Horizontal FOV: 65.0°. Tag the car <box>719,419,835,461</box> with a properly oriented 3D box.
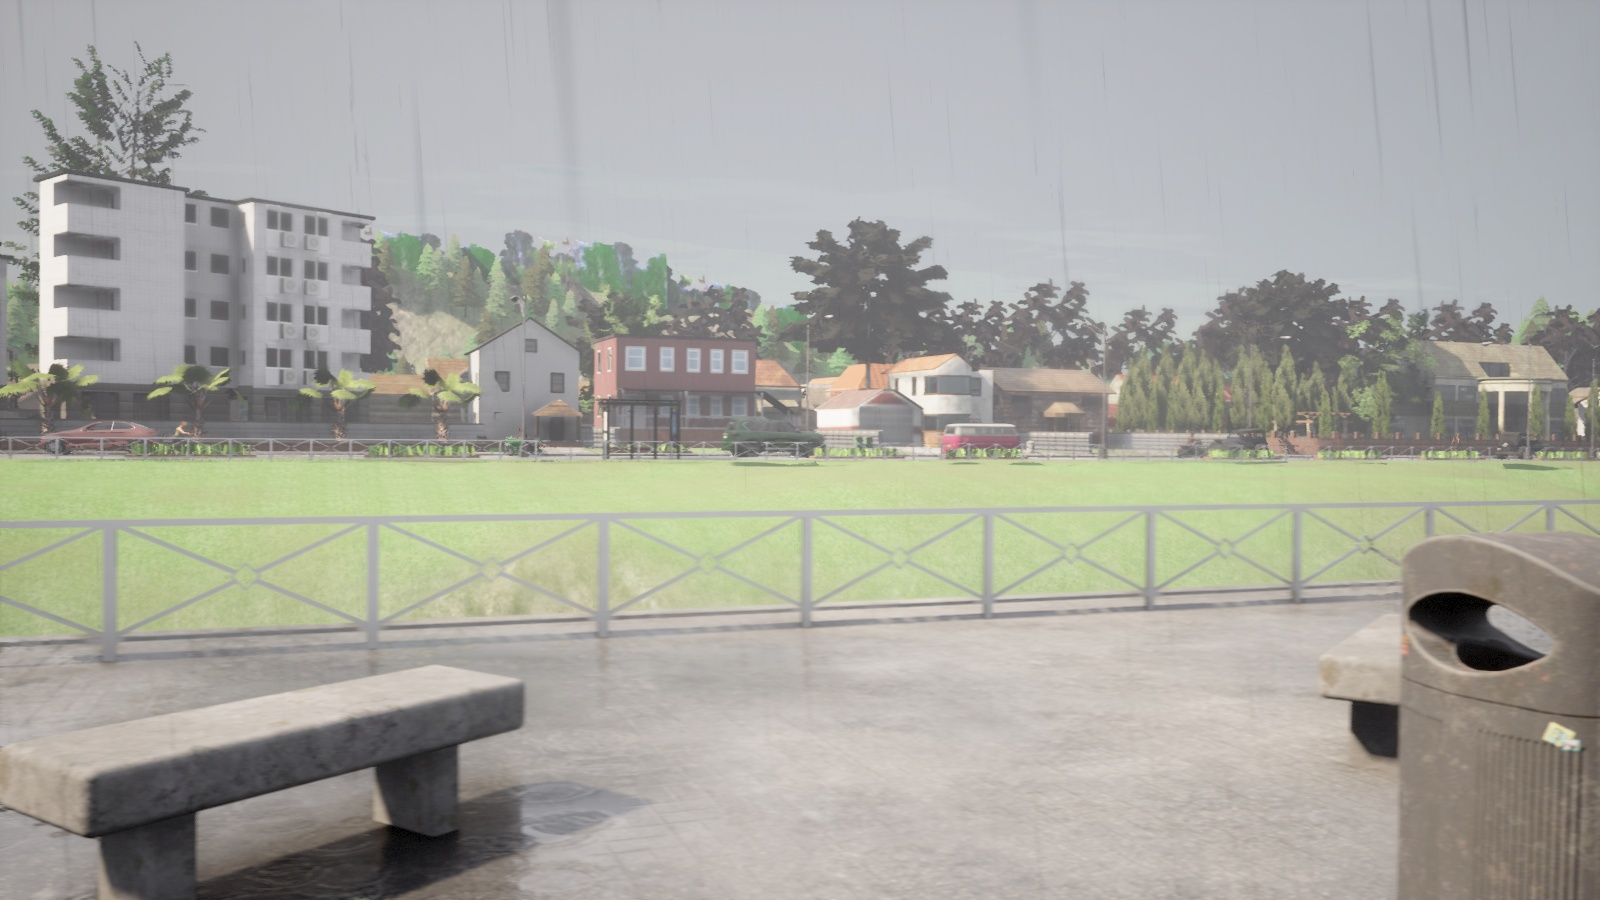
[{"bbox_3d":[-1.197,-0.528,65.040,5.566,2.045,2.150,-1,1,-21],"label":"car"}]

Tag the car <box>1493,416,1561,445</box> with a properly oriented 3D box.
[{"bbox_3d":[48.553,-1.297,83.916,3.866,1.878,1.905,-1,1,-21],"label":"car"}]

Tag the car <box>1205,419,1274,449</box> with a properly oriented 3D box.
[{"bbox_3d":[28.132,-1.019,80.447,3.866,1.878,1.905,-1,1,-21],"label":"car"}]

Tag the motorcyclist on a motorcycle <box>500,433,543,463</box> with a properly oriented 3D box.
[{"bbox_3d":[-14.282,-0.113,64.357,2.044,1.523,0.797,-1,1,-21],"label":"motorcyclist on a motorcycle"}]

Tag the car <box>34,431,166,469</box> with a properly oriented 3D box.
[{"bbox_3d":[-32.020,-0.015,57.624,5.027,1.651,2.152,-1,1,-21],"label":"car"}]

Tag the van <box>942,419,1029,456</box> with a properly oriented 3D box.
[{"bbox_3d":[10.233,-0.689,69.376,4.442,1.987,1.775,-1,1,-21],"label":"van"}]

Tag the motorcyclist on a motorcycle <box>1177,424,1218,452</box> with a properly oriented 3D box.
[{"bbox_3d":[23.535,-0.717,74.426,2.350,1.649,0.766,-1,1,-21],"label":"motorcyclist on a motorcycle"}]
